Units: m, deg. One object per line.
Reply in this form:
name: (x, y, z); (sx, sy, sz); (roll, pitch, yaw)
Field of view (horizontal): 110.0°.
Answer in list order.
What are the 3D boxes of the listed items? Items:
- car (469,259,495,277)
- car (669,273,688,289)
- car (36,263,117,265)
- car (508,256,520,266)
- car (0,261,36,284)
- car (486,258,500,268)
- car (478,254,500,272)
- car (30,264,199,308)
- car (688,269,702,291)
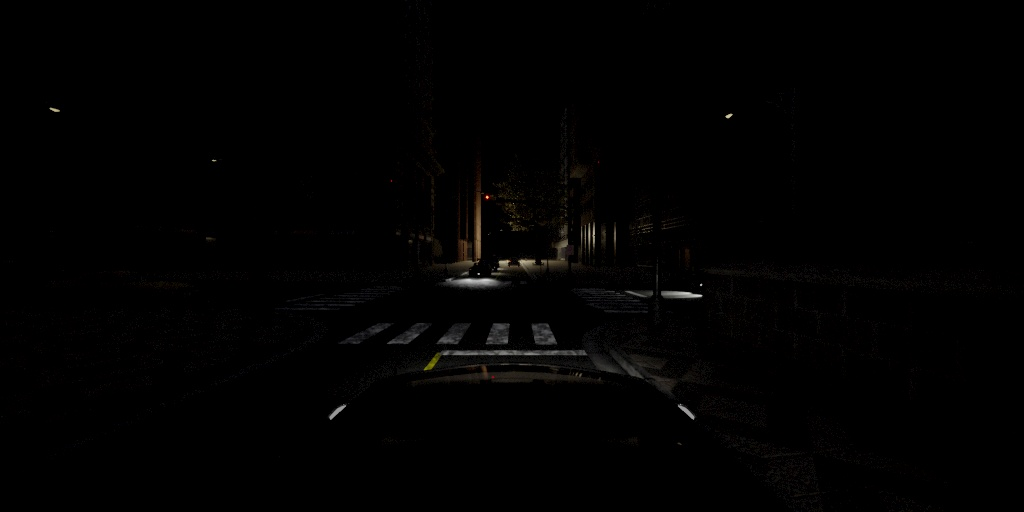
car: (-2.968, 1.275, 34.364); (1.895, 1.301, 4.718); (0, 0, 0)
car: (12.006, 1.381, 22.062); (4.403, 1.370, 2.007); (0, 0, 1)
car: (-26.227, 1.065, 22.443); (4.313, 1.339, 1.948); (0, 0, 1)
car: (0.337, 1.005, 60.684); (1.812, 1.442, 4.674); (0, 0, 0)
car: (-31.844, 0.974, 22.498); (4.507, 1.381, 1.888); (0, 0, 1)
car: (-2.872, 1.059, 54.340); (1.812, 1.442, 4.674); (0, 0, 0)
car: (-2.930, 0.831, 44.178); (2.150, 2.045, 5.566); (0, 0, -1)
car: (-14.892, 1.146, 13.804); (4.829, 1.417, 1.751); (0, 0, 1)
car: (12.233, 1.396, 19.397); (4.181, 1.385, 1.994); (0, 0, 1)
